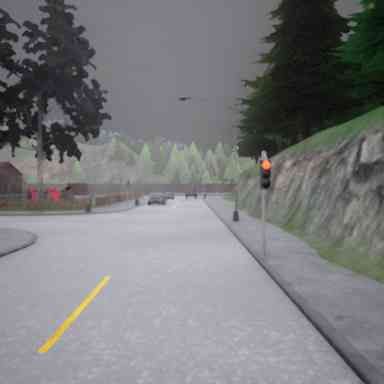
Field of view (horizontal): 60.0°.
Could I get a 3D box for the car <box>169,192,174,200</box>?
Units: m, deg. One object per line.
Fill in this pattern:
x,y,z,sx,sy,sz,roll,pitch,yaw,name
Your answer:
-4.173,0.688,57.736,1.994,1.385,4.181,0,1,1,car

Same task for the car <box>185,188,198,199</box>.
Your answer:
-0.136,0.256,63.607,2.150,2.045,5.566,0,1,0,car

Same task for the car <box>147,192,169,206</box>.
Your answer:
-4.175,0.954,40.104,1.994,1.385,4.181,0,1,0,car
